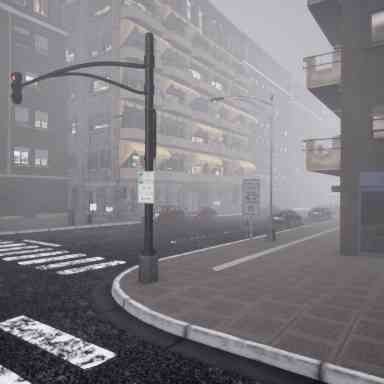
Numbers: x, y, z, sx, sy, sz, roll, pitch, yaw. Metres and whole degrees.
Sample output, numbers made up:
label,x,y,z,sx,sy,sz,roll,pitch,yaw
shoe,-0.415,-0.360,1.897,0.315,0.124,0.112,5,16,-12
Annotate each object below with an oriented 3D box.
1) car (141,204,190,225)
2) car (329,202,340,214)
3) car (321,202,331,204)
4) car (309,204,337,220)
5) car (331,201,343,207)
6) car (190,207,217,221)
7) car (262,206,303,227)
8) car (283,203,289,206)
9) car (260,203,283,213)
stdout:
label,x,y,z,sx,sy,sz,roll,pitch,yaw
car,-2.343,1.821,27.503,1.967,1.590,4.097,-1,-1,35
car,20.759,2.458,46.210,1.752,1.417,4.829,-1,-2,35
car,19.529,2.546,48.900,1.895,1.301,4.718,0,-1,35
car,14.192,2.296,36.745,1.947,1.339,4.313,-1,-2,35
car,36.451,3.022,83.464,1.967,1.590,4.097,-1,-1,35
car,0.892,2.063,32.162,1.802,1.307,4.206,-1,-1,35
car,7.722,2.095,27.421,1.947,1.339,4.313,-1,-2,35
car,13.735,2.404,50.671,1.752,1.417,4.829,-1,-1,35
car,10.597,2.327,46.148,1.887,1.381,4.507,-1,-1,35
